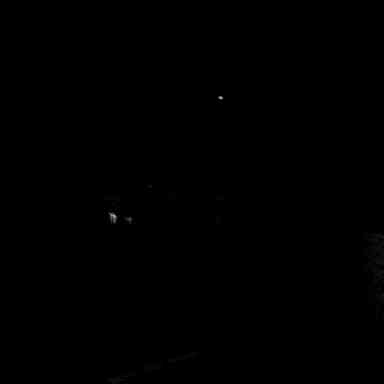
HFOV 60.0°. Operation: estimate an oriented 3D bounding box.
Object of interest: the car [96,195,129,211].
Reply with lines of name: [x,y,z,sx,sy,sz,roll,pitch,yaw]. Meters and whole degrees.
car: [-8.011,1.072,33.457,1.882,1.535,5.008,-1,2,-36]
